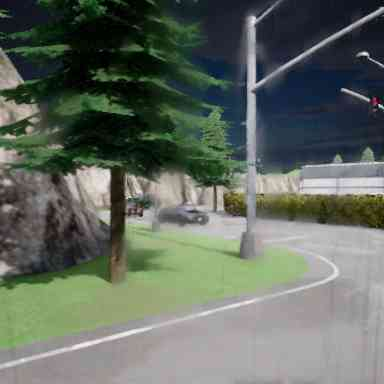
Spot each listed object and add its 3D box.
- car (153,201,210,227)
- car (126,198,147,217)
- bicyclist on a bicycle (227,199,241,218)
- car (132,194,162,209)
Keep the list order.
[{"bbox_3d":[-0.631,1.575,22.957,1.994,1.385,4.181,0,0,-35],"label":"car"},{"bbox_3d":[-6.024,1.572,31.199,1.994,1.385,4.181,0,0,-24],"label":"car"},{"bbox_3d":[3.690,1.474,28.969,1.656,1.620,0.582,0,0,-36],"label":"bicyclist on a bicycle"},{"bbox_3d":[-6.058,1.235,41.882,2.150,2.045,5.566,0,0,32],"label":"car"}]
